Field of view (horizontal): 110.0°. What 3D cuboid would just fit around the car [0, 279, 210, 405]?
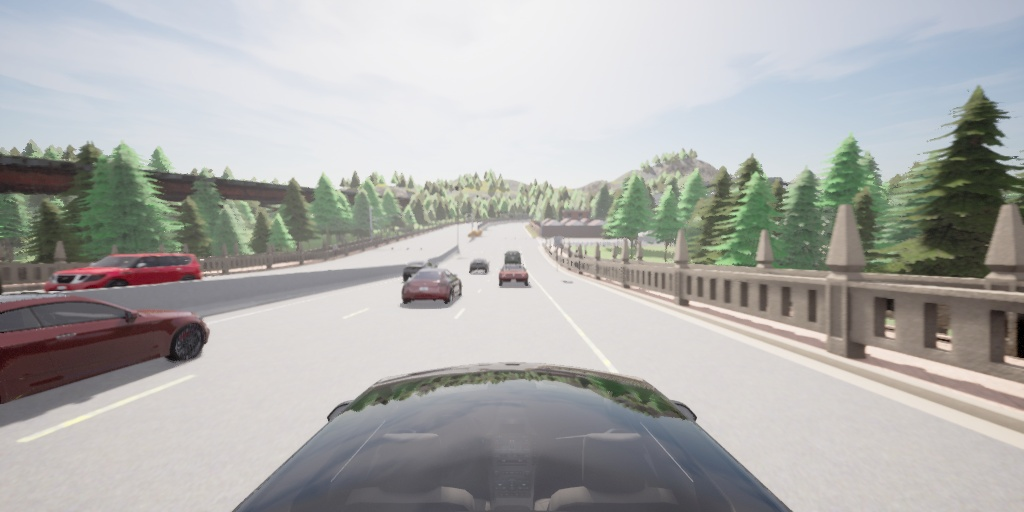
[{"bbox_3d":[-6.901,1.255,5.123,1.812,1.442,4.674,0,0,0],"label":"car"}]

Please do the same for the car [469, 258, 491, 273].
[{"bbox_3d":[-3.403,0.940,38.073,1.837,1.490,4.892,0,2,0],"label":"car"}]

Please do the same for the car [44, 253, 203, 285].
[{"bbox_3d":[-17.542,0.881,16.758,2.150,2.045,5.566,0,0,1],"label":"car"}]

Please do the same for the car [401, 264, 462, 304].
[{"bbox_3d":[-3.402,1.227,15.859,1.994,1.385,4.181,0,0,0],"label":"car"}]

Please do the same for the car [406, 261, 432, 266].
[{"bbox_3d":[-6.902,1.096,27.433,1.837,1.490,4.892,0,0,0],"label":"car"}]

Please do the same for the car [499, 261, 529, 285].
[{"bbox_3d":[0.098,1.213,24.198,1.895,1.301,4.718,0,0,0],"label":"car"}]

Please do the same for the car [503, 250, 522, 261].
[{"bbox_3d":[0.094,0.243,46.146,2.150,2.045,5.566,0,4,0],"label":"car"}]
